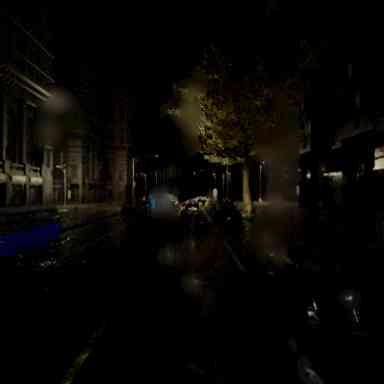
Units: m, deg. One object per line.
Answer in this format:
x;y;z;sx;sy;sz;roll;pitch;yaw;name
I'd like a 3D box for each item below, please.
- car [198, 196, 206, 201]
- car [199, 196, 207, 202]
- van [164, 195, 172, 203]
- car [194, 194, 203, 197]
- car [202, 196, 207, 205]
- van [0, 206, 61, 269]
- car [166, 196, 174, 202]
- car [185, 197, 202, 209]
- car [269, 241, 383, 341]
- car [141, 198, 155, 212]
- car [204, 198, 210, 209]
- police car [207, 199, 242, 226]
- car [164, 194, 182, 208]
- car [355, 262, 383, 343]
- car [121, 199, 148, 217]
2.773;1.869;92.412;1.887;1.381;4.507;0;0;0;car
2.775;1.845;86.887;1.887;1.381;4.507;0;0;0;car
-5.782;1.618;81.381;1.690;1.788;3.998;0;0;0;van
2.251;1.664;58.593;4.902;1.511;2.128;-1;1;-30;car
2.765;1.679;48.964;1.752;1.417;4.829;0;0;0;car
-5.765;1.372;10.917;1.690;1.788;3.998;0;0;0;van
-5.780;1.845;86.905;1.887;1.381;4.507;0;0;0;car
0.039;1.747;46.701;1.895;1.301;4.718;0;0;1;car
2.760;1.584;6.481;1.947;1.339;4.313;0;0;0;car
-5.765;1.681;37.983;1.947;1.339;4.313;0;0;0;car
2.759;1.661;38.214;1.887;1.381;4.507;0;0;0;car
2.366;1.495;23.885;1.930;1.638;5.238;0;0;0;police car
-3.019;1.510;50.415;2.097;1.767;4.553;0;0;0;car
2.760;1.530;1.361;1.752;1.417;4.829;0;0;0;car
-5.765;1.642;32.570;1.887;1.381;4.507;0;0;0;car
